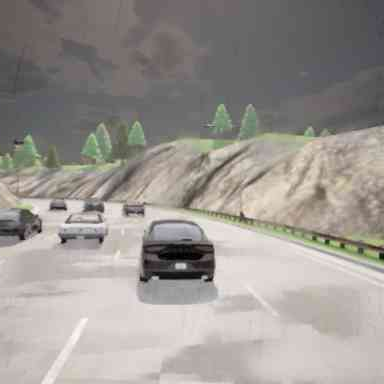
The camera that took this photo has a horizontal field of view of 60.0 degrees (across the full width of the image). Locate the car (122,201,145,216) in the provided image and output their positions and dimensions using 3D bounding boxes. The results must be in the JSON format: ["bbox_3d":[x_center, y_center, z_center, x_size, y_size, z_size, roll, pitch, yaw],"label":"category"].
[{"bbox_3d":[-5.946,1.627,33.492,2.128,1.511,4.902,1,0,-18],"label":"car"}]

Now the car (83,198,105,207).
[{"bbox_3d":[-11.093,1.431,37.512,2.097,1.767,4.553,1,0,-21],"label":"car"}]

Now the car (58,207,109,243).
[{"bbox_3d":[-5.064,1.631,16.115,1.895,1.301,4.718,1,0,-11],"label":"car"}]

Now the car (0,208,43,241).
[{"bbox_3d":[-8.671,1.497,16.253,1.812,1.442,4.674,1,0,-11],"label":"car"}]

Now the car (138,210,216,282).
[{"bbox_3d":[-0.579,1.538,10.020,1.882,1.535,5.008,1,0,-8],"label":"car"}]

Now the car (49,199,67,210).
[{"bbox_3d":[-17.225,1.579,42.773,1.994,1.385,4.181,1,0,-24],"label":"car"}]
